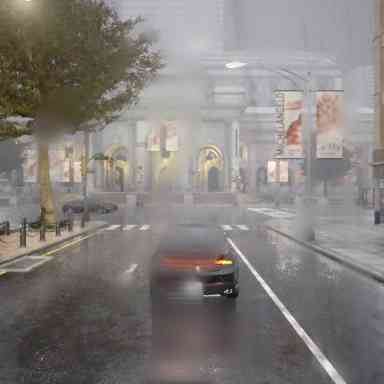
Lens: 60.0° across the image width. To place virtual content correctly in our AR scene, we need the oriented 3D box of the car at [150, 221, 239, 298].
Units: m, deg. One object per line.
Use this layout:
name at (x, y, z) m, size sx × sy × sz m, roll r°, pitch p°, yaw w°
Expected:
car at (0.061, 1.505, 8.519) m, size 1.837 × 1.490 × 4.892 m, roll 0°, pitch 0°, yaw 0°

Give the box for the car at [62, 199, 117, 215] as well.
car at (-10.279, 1.505, 32.869) m, size 4.892 × 1.490 × 1.837 m, roll 0°, pitch 0°, yaw 0°
